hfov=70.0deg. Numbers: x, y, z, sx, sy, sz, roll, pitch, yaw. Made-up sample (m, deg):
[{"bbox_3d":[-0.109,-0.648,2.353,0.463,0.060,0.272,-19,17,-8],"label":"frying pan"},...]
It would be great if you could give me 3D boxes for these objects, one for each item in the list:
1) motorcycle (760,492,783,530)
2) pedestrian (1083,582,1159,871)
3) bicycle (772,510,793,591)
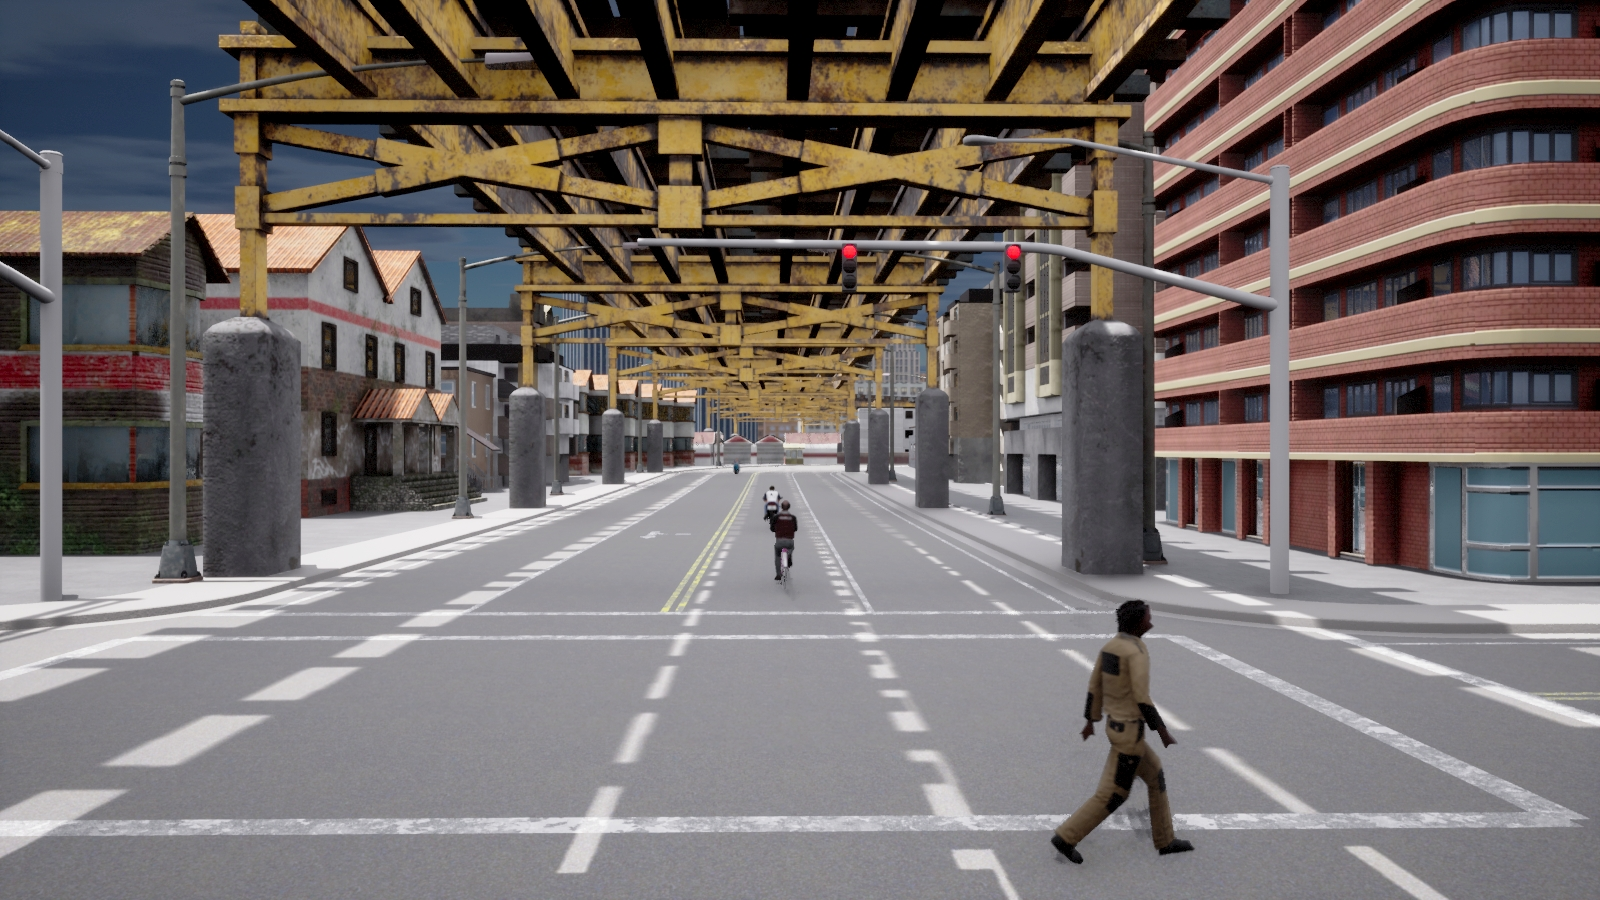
[{"bbox_3d":[-1.013,2.172,40.879,0.803,1.224,2.033,0,0,-1],"label":"motorcycle"},{"bbox_3d":[2.170,1.848,7.746,0.375,1.860,0.375,0,0,-8],"label":"pedestrian"},{"bbox_3d":[-0.367,2.048,23.581,0.329,1.496,1.835,1,0,-3],"label":"bicycle"}]
